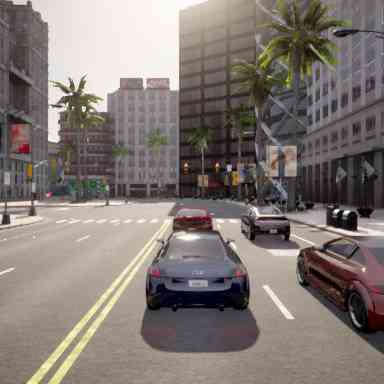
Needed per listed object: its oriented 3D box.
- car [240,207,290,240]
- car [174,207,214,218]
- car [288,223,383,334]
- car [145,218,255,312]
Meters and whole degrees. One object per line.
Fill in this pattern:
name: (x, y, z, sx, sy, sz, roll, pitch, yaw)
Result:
car: (3.587, 1.492, 16.821, 2.128, 1.511, 4.902, 0, 0, 2)
car: (0.090, 1.478, 16.799, 1.882, 1.535, 5.008, 0, 0, 2)
car: (3.596, 1.564, 6.761, 1.994, 1.385, 4.181, 0, 0, 0)
car: (0.089, 1.562, 7.813, 1.994, 1.385, 4.181, 0, 0, -1)
